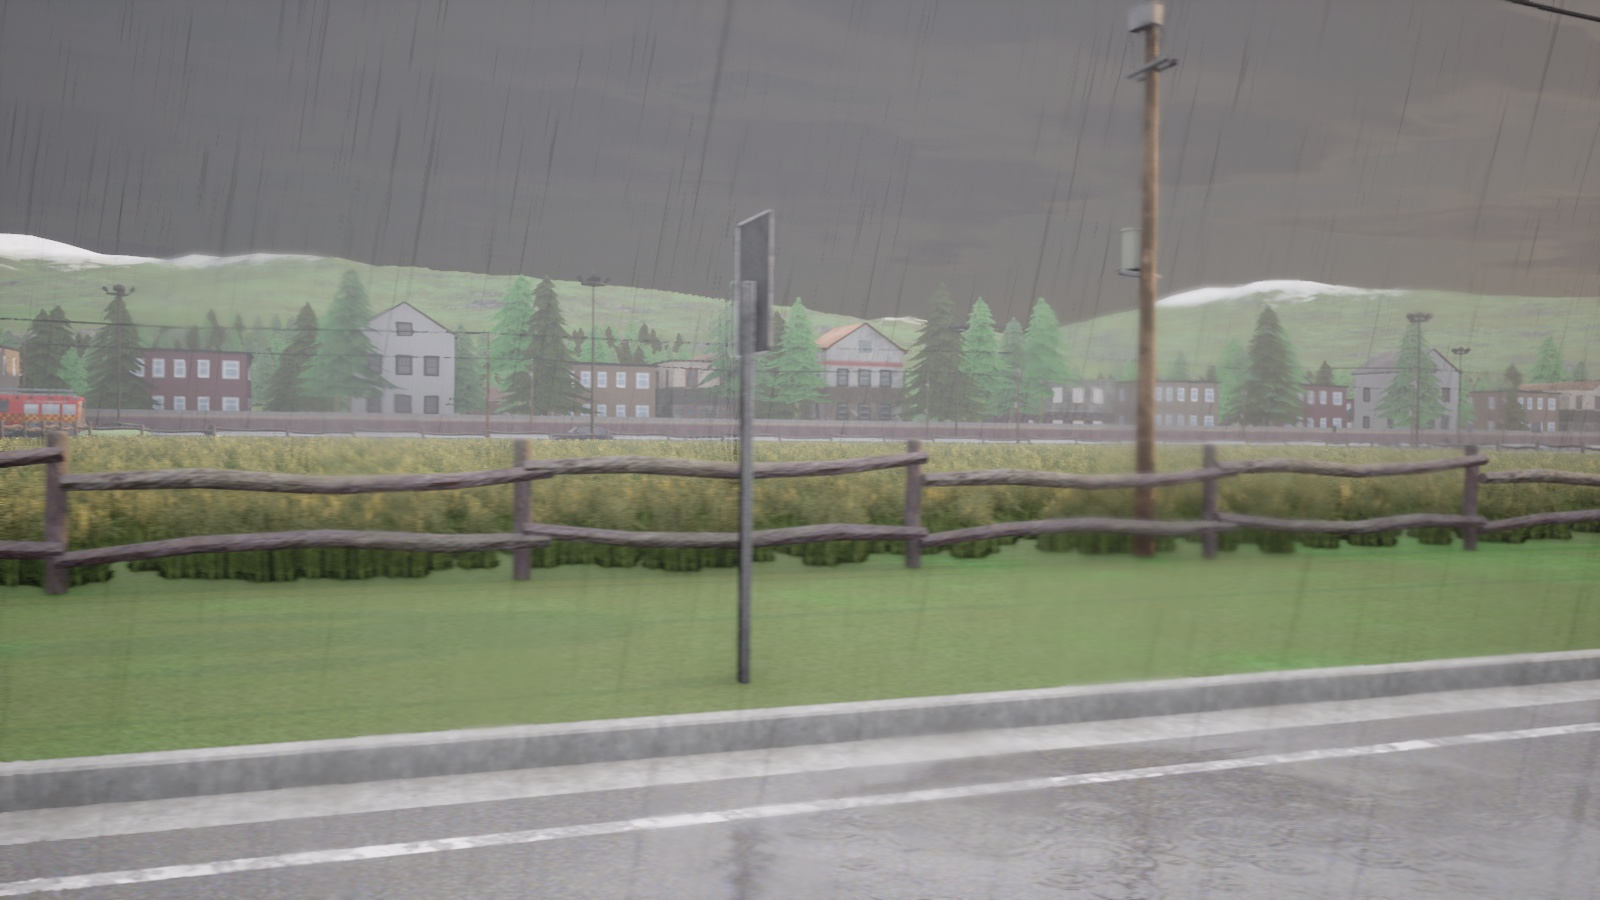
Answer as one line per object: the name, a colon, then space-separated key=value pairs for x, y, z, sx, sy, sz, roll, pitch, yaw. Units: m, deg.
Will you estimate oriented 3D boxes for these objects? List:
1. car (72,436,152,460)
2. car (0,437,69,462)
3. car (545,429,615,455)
car: x=-46.646 y=-0.152 z=85.199 sx=4.514 sy=1.525 sz=2.007 roll=-1 pitch=1 yaw=-21
car: x=-49.191 y=-0.021 z=80.509 sx=3.705 sy=1.549 sz=1.789 roll=-1 pitch=1 yaw=-21
car: x=-15.677 y=-0.606 z=89.322 sx=4.553 sy=1.767 sz=2.097 roll=-1 pitch=1 yaw=-21
